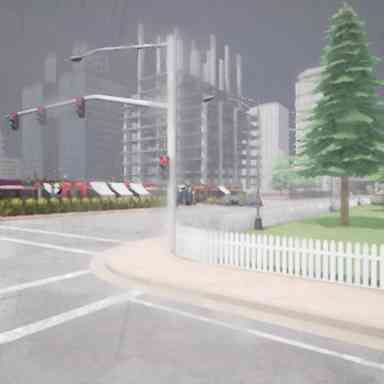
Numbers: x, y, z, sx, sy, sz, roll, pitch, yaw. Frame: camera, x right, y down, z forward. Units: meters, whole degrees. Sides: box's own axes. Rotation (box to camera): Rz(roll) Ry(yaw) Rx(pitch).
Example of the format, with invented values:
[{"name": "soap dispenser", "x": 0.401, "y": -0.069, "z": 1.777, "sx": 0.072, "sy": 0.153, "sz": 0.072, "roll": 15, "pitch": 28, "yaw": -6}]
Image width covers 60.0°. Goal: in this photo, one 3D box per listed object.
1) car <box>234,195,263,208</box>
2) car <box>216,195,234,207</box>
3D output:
[{"name": "car", "x": 8.308, "y": 1.294, "z": 47.204, "sx": 2.097, "sy": 1.767, "sz": 4.553, "roll": 0, "pitch": 0, "yaw": 34}, {"name": "car", "x": 5.409, "y": 1.284, "z": 49.165, "sx": 2.097, "sy": 1.767, "sz": 4.553, "roll": 0, "pitch": 0, "yaw": 34}]
